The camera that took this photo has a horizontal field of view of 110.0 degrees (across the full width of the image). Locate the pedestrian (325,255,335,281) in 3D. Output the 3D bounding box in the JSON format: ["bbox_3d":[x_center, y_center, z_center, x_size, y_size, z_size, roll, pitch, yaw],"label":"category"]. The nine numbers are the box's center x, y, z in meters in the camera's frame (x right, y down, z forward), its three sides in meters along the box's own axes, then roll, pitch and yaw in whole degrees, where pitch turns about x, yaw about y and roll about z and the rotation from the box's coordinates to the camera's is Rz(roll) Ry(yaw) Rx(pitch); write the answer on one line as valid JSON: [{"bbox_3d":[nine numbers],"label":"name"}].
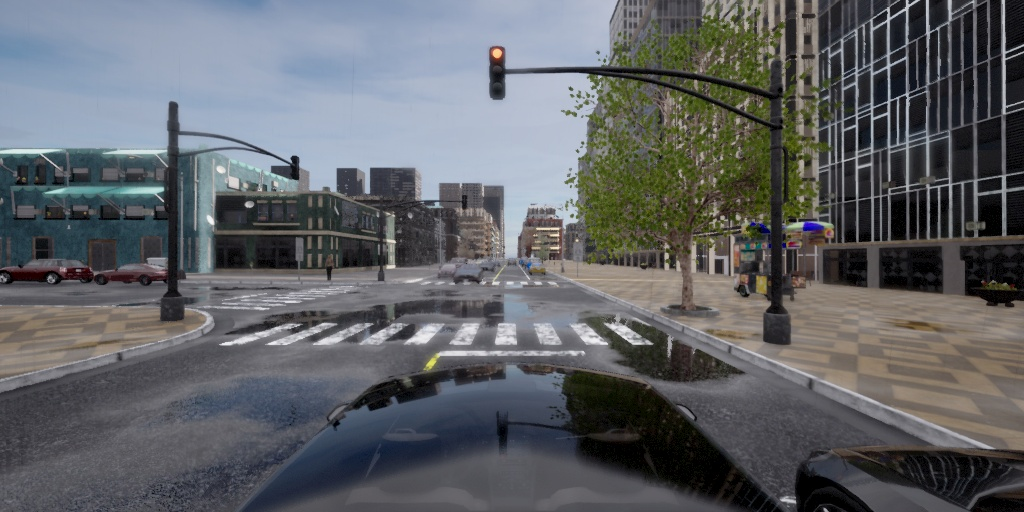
[{"bbox_3d":[-12.746,0.788,24.977,0.375,1.860,0.375,0,-1,-1],"label":"pedestrian"}]

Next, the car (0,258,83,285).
[{"bbox_3d":[-28.366,0.879,21.810,4.097,1.591,1.967,0,0,-1],"label":"car"}]

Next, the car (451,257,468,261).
[{"bbox_3d":[-5.685,1.067,38.523,2.192,1.841,5.009,0,0,0],"label":"car"}]

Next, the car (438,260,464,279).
[{"bbox_3d":[-5.685,1.334,32.972,1.802,1.307,4.207,0,0,0],"label":"car"}]

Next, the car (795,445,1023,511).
[{"bbox_3d":[2.691,1.316,0.495,1.948,1.339,4.313,0,0,0],"label":"car"}]

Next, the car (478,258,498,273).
[{"bbox_3d":[-3.092,1.317,42.687,1.994,1.385,4.181,0,0,0],"label":"car"}]

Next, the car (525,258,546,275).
[{"bbox_3d":[2.695,1.278,38.694,1.751,1.417,4.829,0,0,0],"label":"car"}]

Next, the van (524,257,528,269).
[{"bbox_3d":[2.696,1.094,44.075,1.690,1.789,3.998,0,0,0],"label":"van"}]

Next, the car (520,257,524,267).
[{"bbox_3d":[2.697,1.305,55.177,2.007,1.370,4.403,0,0,0],"label":"car"}]

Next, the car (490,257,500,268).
[{"bbox_3d":[-3.054,1.320,61.725,1.994,1.385,4.181,0,0,0],"label":"car"}]

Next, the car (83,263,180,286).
[{"bbox_3d":[-22.818,1.090,21.887,4.207,1.307,1.802,0,0,-1],"label":"car"}]

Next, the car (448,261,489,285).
[{"bbox_3d":[-3.097,1.299,26.765,2.033,1.411,5.357,0,0,0],"label":"car"}]
